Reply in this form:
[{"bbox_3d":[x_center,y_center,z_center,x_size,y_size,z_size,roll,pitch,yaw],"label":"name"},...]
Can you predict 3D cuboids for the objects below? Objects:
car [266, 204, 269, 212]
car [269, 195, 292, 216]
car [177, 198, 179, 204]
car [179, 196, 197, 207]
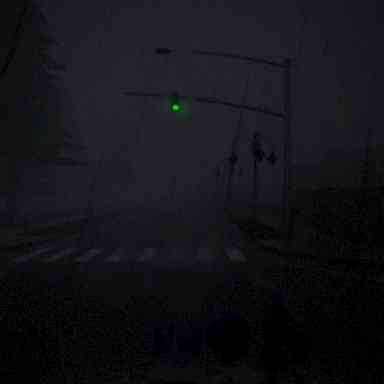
[{"bbox_3d":[8.750,1.138,30.035,3.866,1.878,1.905,0,0,0],"label":"car"},{"bbox_3d":[9.139,1.135,27.521,4.605,1.855,1.932,0,0,0],"label":"car"},{"bbox_3d":[-1.597,1.528,62.429,1.812,1.442,4.674,0,0,-12],"label":"car"},{"bbox_3d":[-0.400,1.543,52.233,2.033,1.411,5.357,0,0,-6],"label":"car"}]
